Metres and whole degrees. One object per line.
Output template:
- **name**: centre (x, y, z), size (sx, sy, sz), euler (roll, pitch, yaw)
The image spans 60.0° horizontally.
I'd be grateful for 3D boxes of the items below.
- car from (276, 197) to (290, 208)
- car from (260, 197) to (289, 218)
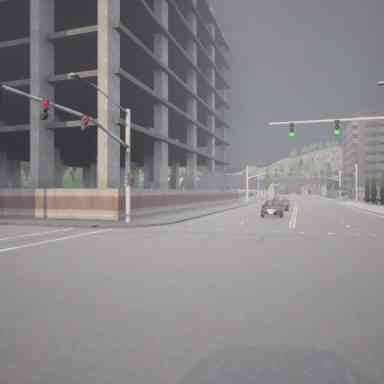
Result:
- **car**: centre (13.537, 1.526, 49.356), size (1.812, 1.442, 4.674), euler (0, 0, 19)
- **car**: centre (7.420, 1.491, 30.427), size (2.128, 1.511, 4.902), euler (0, 0, 18)
